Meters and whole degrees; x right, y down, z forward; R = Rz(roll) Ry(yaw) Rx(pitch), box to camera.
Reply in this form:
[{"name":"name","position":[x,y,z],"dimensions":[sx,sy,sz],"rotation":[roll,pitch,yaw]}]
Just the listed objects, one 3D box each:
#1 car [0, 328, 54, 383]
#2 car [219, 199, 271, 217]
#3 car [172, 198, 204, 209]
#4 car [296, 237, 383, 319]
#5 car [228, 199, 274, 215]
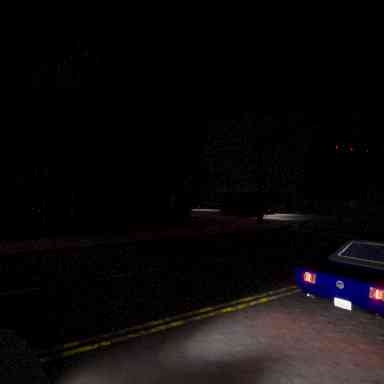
[{"name":"car","position":[-3.115,1.601,1.530],"dimensions":[4.718,1.301,1.895],"rotation":[0,0,-35]},{"name":"car","position":[4.878,1.547,31.409],"dimensions":[2.033,1.411,5.357],"rotation":[0,0,-36]},{"name":"car","position":[-0.606,1.548,45.074],"dimensions":[2.033,1.411,5.357],"rotation":[0,0,-35]},{"name":"car","position":[4.368,1.601,6.885],"dimensions":[4.718,1.301,1.895],"rotation":[0,0,-35]},{"name":"car","position":[6.226,1.505,35.532],"dimensions":[1.837,1.490,4.892],"rotation":[0,0,-36]}]
